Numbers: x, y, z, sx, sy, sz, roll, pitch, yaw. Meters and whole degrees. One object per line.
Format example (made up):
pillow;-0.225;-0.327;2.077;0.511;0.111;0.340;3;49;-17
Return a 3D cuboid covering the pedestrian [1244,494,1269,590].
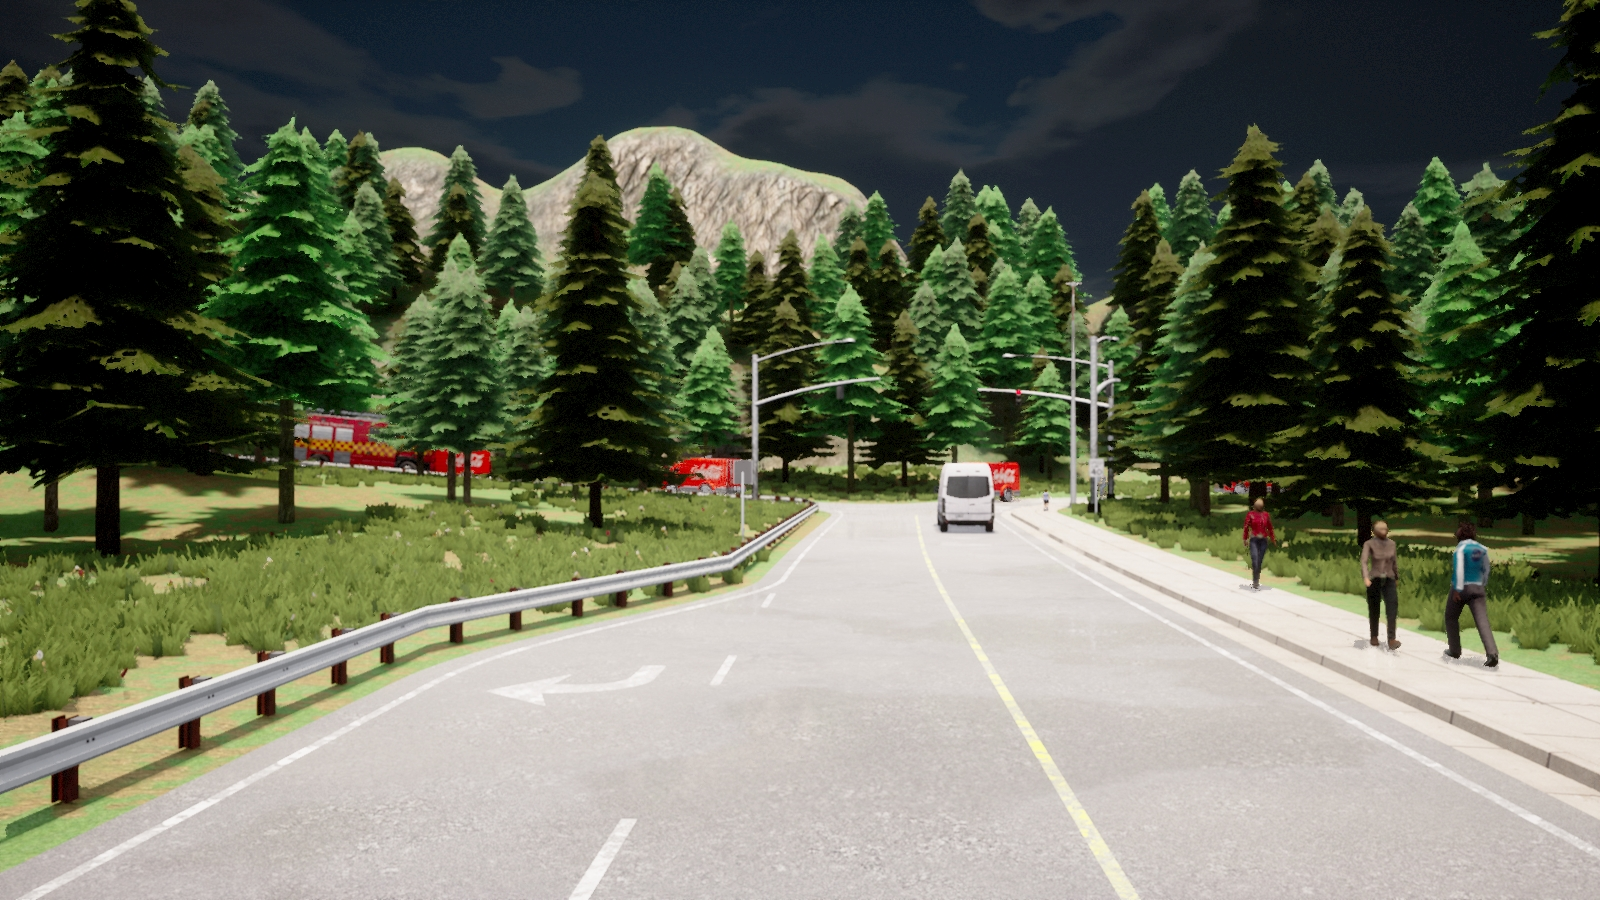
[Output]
pedestrian;9.010;1.810;22.552;0.375;1.860;0.375;0;0;7

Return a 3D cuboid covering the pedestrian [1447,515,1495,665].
pedestrian;8.533;1.763;14.525;0.375;1.860;0.375;0;0;-3

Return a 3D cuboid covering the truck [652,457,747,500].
truck;-6.229;1.714;70.645;5.204;2.467;2.627;1;0;27

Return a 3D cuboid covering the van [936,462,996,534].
van;6.384;1.774;44.405;1.988;2.561;5.915;0;0;5

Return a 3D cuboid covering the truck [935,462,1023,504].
truck;10.938;1.958;69.711;5.204;2.467;2.627;1;-1;-43

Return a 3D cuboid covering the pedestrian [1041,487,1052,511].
pedestrian;11.966;2.379;55.480;0.500;1.100;0.500;0;0;15

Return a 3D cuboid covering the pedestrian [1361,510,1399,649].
pedestrian;7.987;1.772;15.736;0.375;1.860;0.375;0;0;12
